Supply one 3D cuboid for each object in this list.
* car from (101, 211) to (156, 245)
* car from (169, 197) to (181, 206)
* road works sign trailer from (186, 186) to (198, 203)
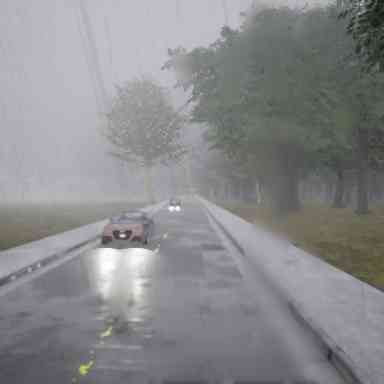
[{"bbox_3d":[-2.854,1.598,15.613,1.994,1.385,4.181,0,0,0],"label":"car"},{"bbox_3d":[-2.819,1.603,56.141,2.128,1.511,4.902,0,0,0],"label":"car"},{"bbox_3d":[-0.015,0.602,70.233,2.380,3.560,2.880,0,0,0],"label":"road works sign trailer"}]
